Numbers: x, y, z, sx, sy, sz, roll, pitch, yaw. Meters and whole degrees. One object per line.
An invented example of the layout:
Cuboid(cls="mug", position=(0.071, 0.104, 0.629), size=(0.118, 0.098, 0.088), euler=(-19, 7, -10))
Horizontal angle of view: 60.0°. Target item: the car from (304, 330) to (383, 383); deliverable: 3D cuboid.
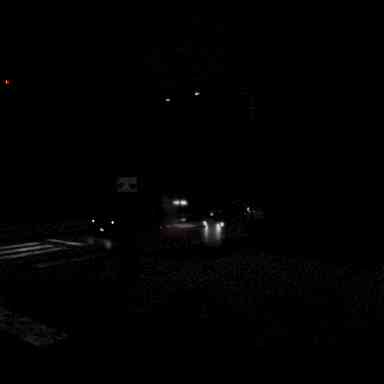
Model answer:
Cuboid(cls="car", position=(2.757, 1.315, 0.841), size=(5.009, 1.841, 2.192), euler=(0, 0, 35))

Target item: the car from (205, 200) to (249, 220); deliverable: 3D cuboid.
Cuboid(cls="car", position=(2.878, 1.381, 26.674), size=(2.128, 1.511, 4.902), euler=(0, 0, 35))

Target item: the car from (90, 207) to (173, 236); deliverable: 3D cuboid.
Cuboid(cls="car", position=(-3.168, 1.535, 18.159), size=(1.895, 1.301, 4.718), euler=(0, 0, 35))
